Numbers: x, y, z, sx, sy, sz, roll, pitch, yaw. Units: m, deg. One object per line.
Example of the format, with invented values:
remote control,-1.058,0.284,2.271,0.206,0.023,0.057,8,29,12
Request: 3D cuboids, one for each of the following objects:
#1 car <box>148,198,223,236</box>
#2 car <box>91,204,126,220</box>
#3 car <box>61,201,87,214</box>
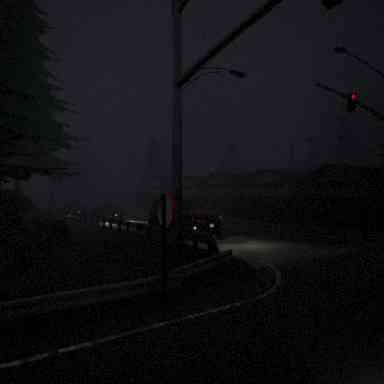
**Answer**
car,-0.556,1.416,19.511,2.150,2.045,5.566,0,0,-35
car,-7.420,1.755,29.363,1.994,1.385,4.181,0,0,-35
car,-13.653,1.737,38.218,2.033,1.411,5.357,0,0,-33
